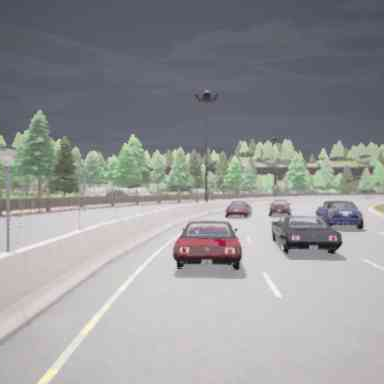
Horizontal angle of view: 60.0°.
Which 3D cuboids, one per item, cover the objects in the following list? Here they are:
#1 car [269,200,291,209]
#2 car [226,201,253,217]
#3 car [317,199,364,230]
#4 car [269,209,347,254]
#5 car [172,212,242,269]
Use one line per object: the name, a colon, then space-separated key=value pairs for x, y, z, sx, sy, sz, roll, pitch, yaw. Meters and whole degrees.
car: x=8.317 y=1.443 z=31.326 sx=1.812 sy=1.442 sz=4.674 roll=0 pitch=0 yaw=18
car: x=4.313 y=1.484 z=30.159 sx=1.994 sy=1.385 sz=4.181 roll=0 pitch=0 yaw=16
car: x=9.200 y=1.297 z=21.104 sx=2.097 sy=1.767 sz=4.553 roll=0 pitch=0 yaw=12
car: x=4.327 y=1.566 z=13.345 sx=1.895 sy=1.301 sz=4.718 roll=0 pitch=0 yaw=6
car: x=0.582 y=1.571 z=11.038 sx=1.895 sy=1.301 sz=4.718 roll=0 pitch=0 yaw=5
